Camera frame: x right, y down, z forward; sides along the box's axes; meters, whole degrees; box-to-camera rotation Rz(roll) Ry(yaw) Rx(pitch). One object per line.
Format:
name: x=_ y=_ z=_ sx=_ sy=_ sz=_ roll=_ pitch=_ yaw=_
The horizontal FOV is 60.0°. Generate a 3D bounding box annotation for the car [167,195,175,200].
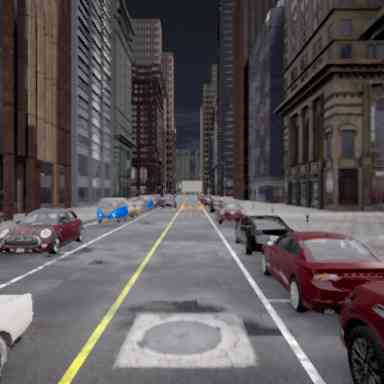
car: x=-5.784 y=1.585 z=92.077 sx=1.802 sy=1.307 sz=4.206 roll=0 pitch=0 yaw=0

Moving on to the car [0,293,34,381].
car: x=-3.101 y=1.600 z=2.326 sx=1.895 sy=1.301 sz=4.718 roll=0 pitch=0 yaw=0

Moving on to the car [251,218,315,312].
car: x=2.759 y=1.542 z=7.538 sx=1.887 sy=1.381 sz=4.507 roll=0 pitch=0 yaw=0

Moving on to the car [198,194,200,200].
car: x=2.745 y=1.572 z=69.538 sx=1.802 sy=1.307 sz=4.206 roll=0 pitch=0 yaw=0

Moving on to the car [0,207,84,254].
car: x=-5.768 y=1.435 z=13.164 sx=1.967 sy=1.590 sz=4.097 roll=0 pitch=0 yaw=0

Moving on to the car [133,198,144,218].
car: x=-5.771 y=1.514 z=29.904 sx=1.752 sy=1.417 sz=4.829 roll=0 pitch=0 yaw=0

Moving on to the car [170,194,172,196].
car: x=-5.780 y=1.541 z=69.530 sx=2.008 sy=1.369 sz=4.403 roll=0 pitch=0 yaw=0

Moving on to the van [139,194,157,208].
van: x=-5.775 y=1.329 z=41.347 sx=1.690 sy=1.788 sz=3.998 roll=0 pitch=0 yaw=0

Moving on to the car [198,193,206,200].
car: x=2.739 y=1.318 z=92.081 sx=2.192 sy=1.841 sz=5.009 roll=0 pitch=0 yaw=0

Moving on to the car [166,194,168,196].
car: x=-5.777 y=1.554 z=58.257 sx=1.947 sy=1.339 sz=4.313 roll=0 pitch=0 yaw=0

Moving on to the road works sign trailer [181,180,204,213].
road works sign trailer: x=-0.008 y=0.452 z=36.326 sx=2.380 sy=3.560 sz=2.880 roll=0 pitch=0 yaw=0

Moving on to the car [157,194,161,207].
car: x=-5.775 y=1.428 z=46.983 sx=1.967 sy=1.590 sz=4.097 roll=0 pitch=0 yaw=0

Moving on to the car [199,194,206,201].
car: x=2.747 y=1.571 z=63.901 sx=1.802 sy=1.307 sz=4.206 roll=0 pitch=0 yaw=0

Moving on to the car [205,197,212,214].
car: x=2.752 y=1.554 z=35.719 sx=1.947 sy=1.339 sz=4.313 roll=0 pitch=0 yaw=0

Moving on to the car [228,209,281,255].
car: x=2.757 y=1.561 z=13.174 sx=1.947 sy=1.339 sz=4.313 roll=0 pitch=0 yaw=0

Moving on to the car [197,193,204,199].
car: x=2.744 y=1.432 z=75.174 sx=1.967 sy=1.590 sz=4.097 roll=0 pitch=0 yaw=0

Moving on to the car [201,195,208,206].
car: x=2.749 y=1.570 z=52.628 sx=1.802 sy=1.307 sz=4.206 roll=0 pitch=0 yaw=0

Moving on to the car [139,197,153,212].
car: x=-5.773 y=1.539 z=35.710 sx=2.008 sy=1.369 sz=4.403 roll=0 pitch=0 yaw=0

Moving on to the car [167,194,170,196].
car: x=-5.778 y=1.554 z=63.893 sx=1.947 sy=1.339 sz=4.313 roll=0 pitch=0 yaw=0

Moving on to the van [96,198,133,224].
van: x=-5.771 y=1.331 z=24.437 sx=1.690 sy=1.788 sz=3.998 roll=0 pitch=0 yaw=0

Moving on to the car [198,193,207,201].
car: x=2.740 y=1.314 z=86.445 sx=2.192 sy=1.841 sz=5.009 roll=0 pitch=0 yaw=0

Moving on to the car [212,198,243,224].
car: x=2.755 y=1.430 z=24.446 sx=1.967 sy=1.590 sz=4.097 roll=0 pitch=0 yaw=0

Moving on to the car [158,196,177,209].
car: x=-3.094 y=1.552 z=45.207 sx=1.994 sy=1.385 sz=4.181 roll=0 pitch=0 yaw=0

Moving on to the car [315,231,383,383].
car: x=2.759 y=1.314 z=1.902 sx=2.192 sy=1.841 sz=5.009 roll=0 pitch=0 yaw=0
